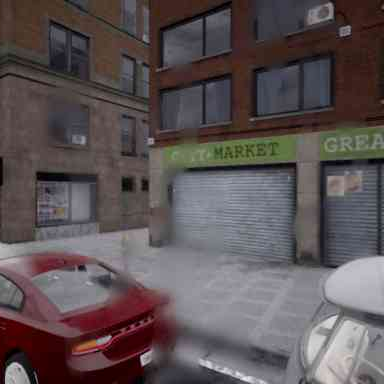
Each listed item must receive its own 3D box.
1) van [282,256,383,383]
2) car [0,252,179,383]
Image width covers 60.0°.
[{"bbox_3d":[2.353,1.342,1.400,3.998,1.788,1.690,0,0,35],"label":"van"},{"bbox_3d":[-2.259,1.542,4.682,4.507,1.381,1.887,0,0,35],"label":"car"}]
